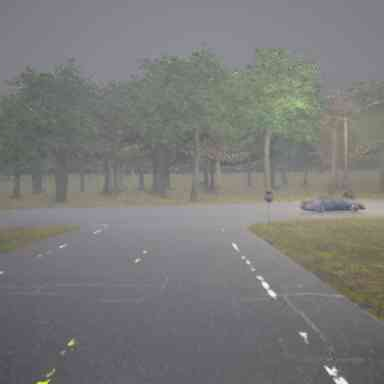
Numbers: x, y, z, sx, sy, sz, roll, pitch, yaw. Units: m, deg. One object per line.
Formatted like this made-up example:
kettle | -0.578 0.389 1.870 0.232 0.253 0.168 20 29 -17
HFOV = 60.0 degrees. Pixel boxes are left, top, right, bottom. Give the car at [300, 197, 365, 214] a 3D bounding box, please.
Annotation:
car | 12.545 1.141 29.898 5.357 1.411 2.033 -2 3 0
